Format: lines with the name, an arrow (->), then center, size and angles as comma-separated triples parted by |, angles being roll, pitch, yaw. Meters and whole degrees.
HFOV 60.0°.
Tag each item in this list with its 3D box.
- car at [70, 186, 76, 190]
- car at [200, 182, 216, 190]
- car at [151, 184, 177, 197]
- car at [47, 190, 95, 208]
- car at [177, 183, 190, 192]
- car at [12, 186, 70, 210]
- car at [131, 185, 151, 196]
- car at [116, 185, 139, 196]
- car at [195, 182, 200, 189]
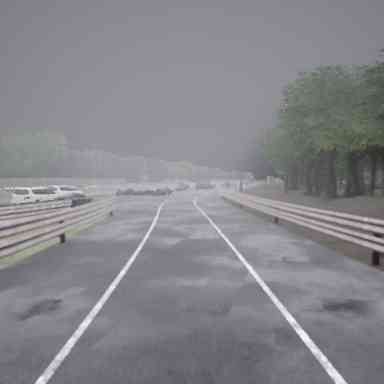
car -> -15.874, 0.251, 41.235 | 2.150, 2.045, 5.566 | 0, 2, 16
car -> 4.397, -1.566, 86.275 | 2.150, 2.045, 5.566 | 0, 2, 16
car -> -4.591, -0.059, 55.104 | 1.837, 1.490, 4.892 | 0, 2, 16
car -> -11.233, 0.849, 32.074 | 1.837, 1.490, 4.892 | 0, 2, 16
car -> -2.445, -0.735, 75.181 | 1.895, 1.301, 4.718 | 0, 2, 16
car -> -14.794, 0.580, 32.348 | 2.150, 2.045, 5.566 | 0, 2, 16
car -> -7.947, 0.022, 56.101 | 1.895, 1.301, 4.718 | 0, 2, 16
car -> -11.318, -0.066, 57.043 | 1.812, 1.442, 4.674 | 0, 2, 16
car -> 2.550, -1.787, 92.501 | 2.150, 2.045, 5.566 | 0, 2, 16
